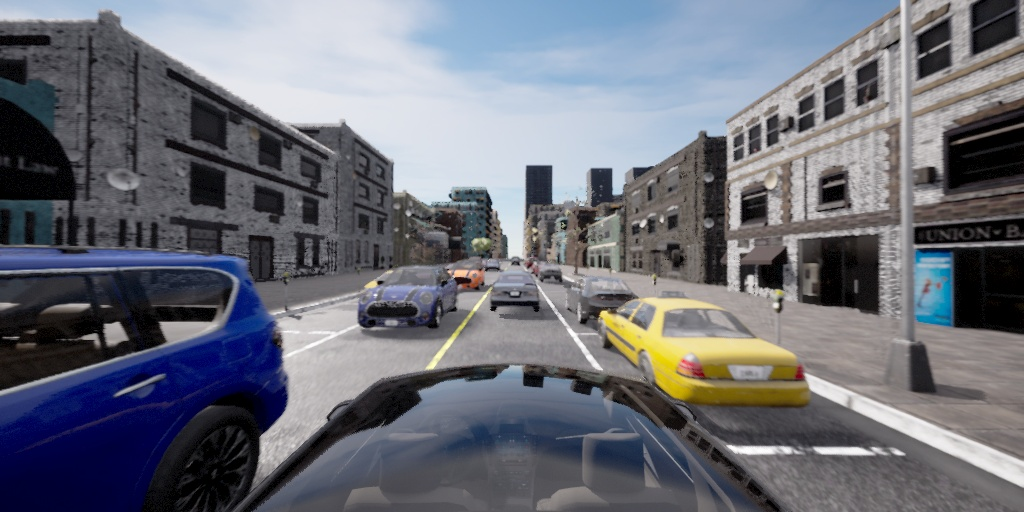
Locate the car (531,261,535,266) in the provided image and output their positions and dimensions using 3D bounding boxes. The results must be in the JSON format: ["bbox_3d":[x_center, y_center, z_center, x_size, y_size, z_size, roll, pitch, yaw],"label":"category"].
[{"bbox_3d":[3.018,1.374,33.885,1.802,1.307,4.207,0,0,1],"label":"car"}]

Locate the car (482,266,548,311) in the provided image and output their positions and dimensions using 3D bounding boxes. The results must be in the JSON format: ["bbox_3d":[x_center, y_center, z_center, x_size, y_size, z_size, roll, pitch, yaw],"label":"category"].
[{"bbox_3d":[0.124,1.310,14.523,2.033,1.411,5.357,0,0,1],"label":"car"}]

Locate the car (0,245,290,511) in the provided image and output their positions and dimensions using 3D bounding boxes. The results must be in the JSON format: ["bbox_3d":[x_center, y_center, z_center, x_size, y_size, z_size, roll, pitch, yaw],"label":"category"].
[{"bbox_3d":[-3.123,0.959,1.001,2.150,2.045,5.566,0,0,0],"label":"car"}]

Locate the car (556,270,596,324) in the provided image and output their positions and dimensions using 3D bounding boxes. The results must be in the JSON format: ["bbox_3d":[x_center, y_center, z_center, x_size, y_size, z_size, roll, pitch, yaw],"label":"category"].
[{"bbox_3d":[2.781,1.321,11.754,2.007,1.370,4.403,0,0,1],"label":"car"}]

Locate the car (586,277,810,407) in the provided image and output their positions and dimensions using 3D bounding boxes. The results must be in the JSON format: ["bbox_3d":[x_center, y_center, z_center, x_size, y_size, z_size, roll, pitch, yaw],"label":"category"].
[{"bbox_3d":[2.724,1.291,6.391,1.751,1.417,4.829,0,0,1],"label":"car"}]

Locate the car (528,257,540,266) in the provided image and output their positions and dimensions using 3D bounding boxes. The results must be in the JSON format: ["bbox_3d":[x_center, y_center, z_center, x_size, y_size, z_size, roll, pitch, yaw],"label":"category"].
[{"bbox_3d":[3.078,1.237,39.418,1.967,1.591,4.097,0,0,1],"label":"car"}]

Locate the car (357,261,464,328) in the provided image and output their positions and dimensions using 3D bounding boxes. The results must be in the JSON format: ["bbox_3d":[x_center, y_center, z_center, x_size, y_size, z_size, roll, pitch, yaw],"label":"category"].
[{"bbox_3d":[-3.008,1.099,11.284,2.097,1.767,4.553,0,0,1],"label":"car"}]

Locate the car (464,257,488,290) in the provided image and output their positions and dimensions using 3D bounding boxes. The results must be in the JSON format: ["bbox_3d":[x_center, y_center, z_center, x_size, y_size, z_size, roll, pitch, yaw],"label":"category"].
[{"bbox_3d":[-2.879,1.111,22.251,2.097,1.767,4.553,0,0,1],"label":"car"}]

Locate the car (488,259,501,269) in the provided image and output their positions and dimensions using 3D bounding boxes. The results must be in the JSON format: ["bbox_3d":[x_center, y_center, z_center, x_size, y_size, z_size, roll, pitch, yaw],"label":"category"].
[{"bbox_3d":[-2.510,1.345,48.826,2.033,1.411,5.357,0,0,1],"label":"car"}]

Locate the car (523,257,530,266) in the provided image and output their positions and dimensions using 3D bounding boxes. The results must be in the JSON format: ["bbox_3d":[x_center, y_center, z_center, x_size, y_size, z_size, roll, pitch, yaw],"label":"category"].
[{"bbox_3d":[3.256,1.131,56.016,2.192,1.841,5.009,0,0,1],"label":"car"}]

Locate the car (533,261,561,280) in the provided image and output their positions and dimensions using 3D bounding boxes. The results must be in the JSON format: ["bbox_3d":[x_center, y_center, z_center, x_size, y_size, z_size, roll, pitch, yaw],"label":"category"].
[{"bbox_3d":[2.959,1.337,28.352,2.007,1.370,4.403,0,0,1],"label":"car"}]
